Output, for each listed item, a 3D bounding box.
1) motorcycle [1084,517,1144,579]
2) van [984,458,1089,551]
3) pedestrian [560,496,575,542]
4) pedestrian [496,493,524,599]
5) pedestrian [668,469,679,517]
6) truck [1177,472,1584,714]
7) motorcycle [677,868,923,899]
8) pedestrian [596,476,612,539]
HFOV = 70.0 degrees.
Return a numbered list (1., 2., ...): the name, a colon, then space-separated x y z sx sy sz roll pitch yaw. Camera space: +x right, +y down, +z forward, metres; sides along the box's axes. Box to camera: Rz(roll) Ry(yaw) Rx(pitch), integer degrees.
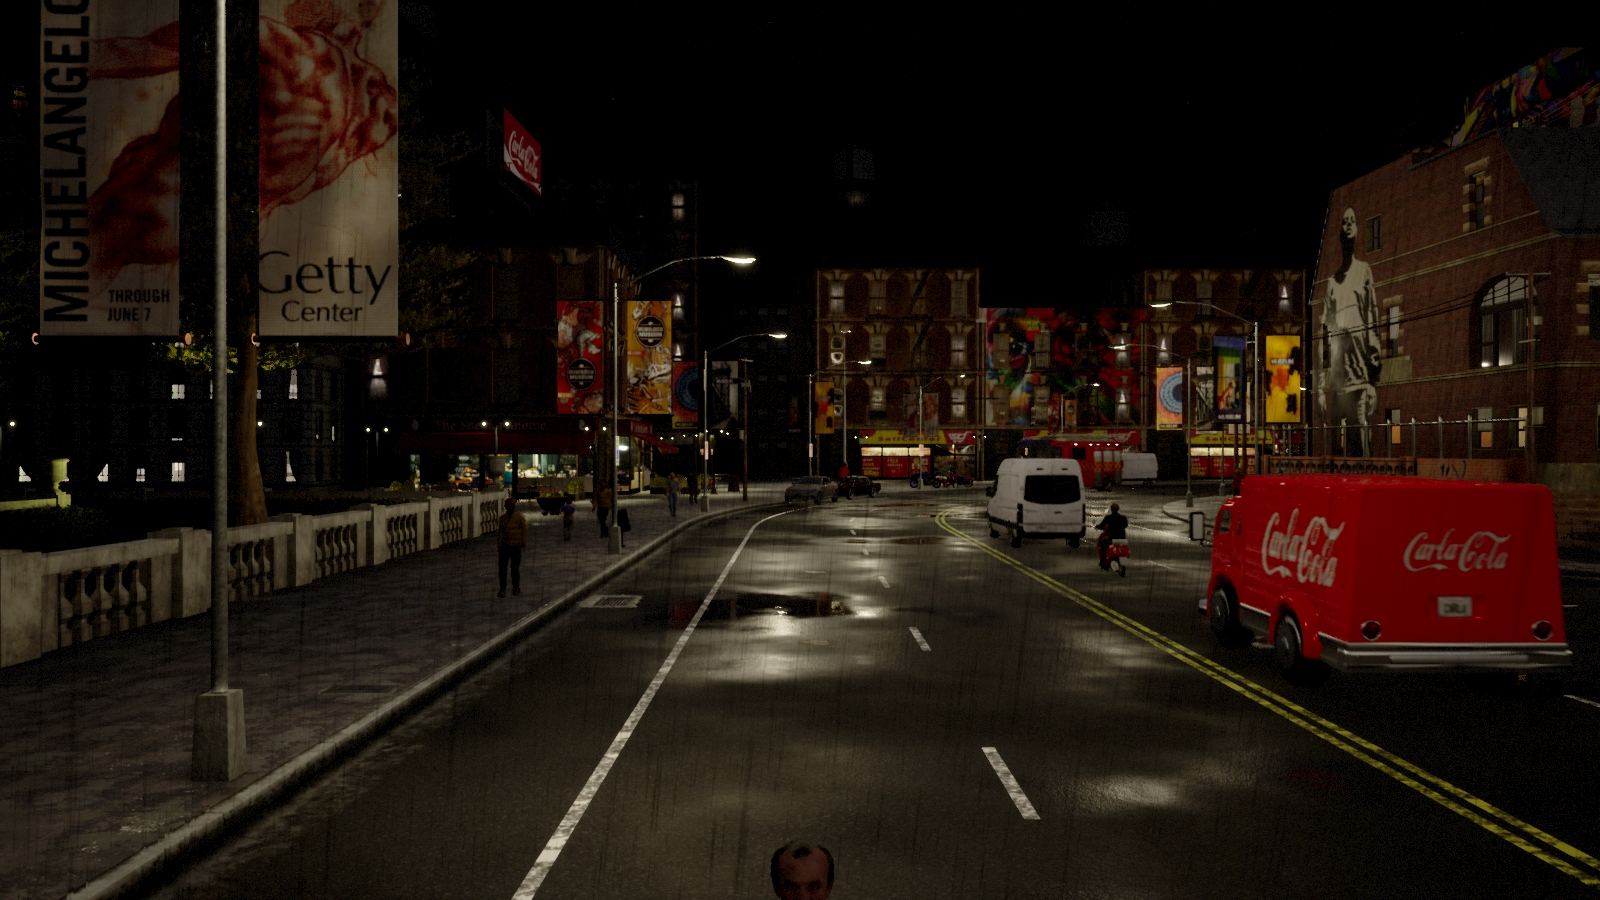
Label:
1. motorcycle: 7.028 2.182 25.642 0.856 1.236 1.805 0 0 0
2. van: 7.063 1.534 34.772 1.988 2.561 5.915 0 0 0
3. pedestrian: -6.700 1.978 32.885 0.375 1.300 0.375 0 0 -3
4. pedestrian: -5.153 1.696 20.320 0.375 1.860 0.375 0 0 5
5. pedestrian: -4.985 1.696 44.886 0.375 1.860 0.375 0 0 3
6. truck: 7.019 1.568 14.732 2.627 2.467 5.204 0 0 0
7. motorcycle: -0.002 2.182 3.374 0.856 1.236 1.805 0 0 0
8. pedestrian: -5.845 1.696 34.034 0.375 1.860 0.375 0 0 8
